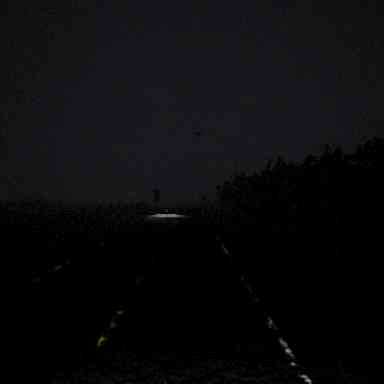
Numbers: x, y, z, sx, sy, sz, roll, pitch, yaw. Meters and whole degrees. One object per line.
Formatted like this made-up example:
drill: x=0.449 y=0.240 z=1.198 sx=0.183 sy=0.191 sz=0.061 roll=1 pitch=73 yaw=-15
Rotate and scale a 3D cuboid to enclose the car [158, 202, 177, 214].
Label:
car: x=-2.871 y=1.934 z=39.684 sx=1.994 sy=1.385 sz=4.181 roll=0 pitch=-1 yaw=0
